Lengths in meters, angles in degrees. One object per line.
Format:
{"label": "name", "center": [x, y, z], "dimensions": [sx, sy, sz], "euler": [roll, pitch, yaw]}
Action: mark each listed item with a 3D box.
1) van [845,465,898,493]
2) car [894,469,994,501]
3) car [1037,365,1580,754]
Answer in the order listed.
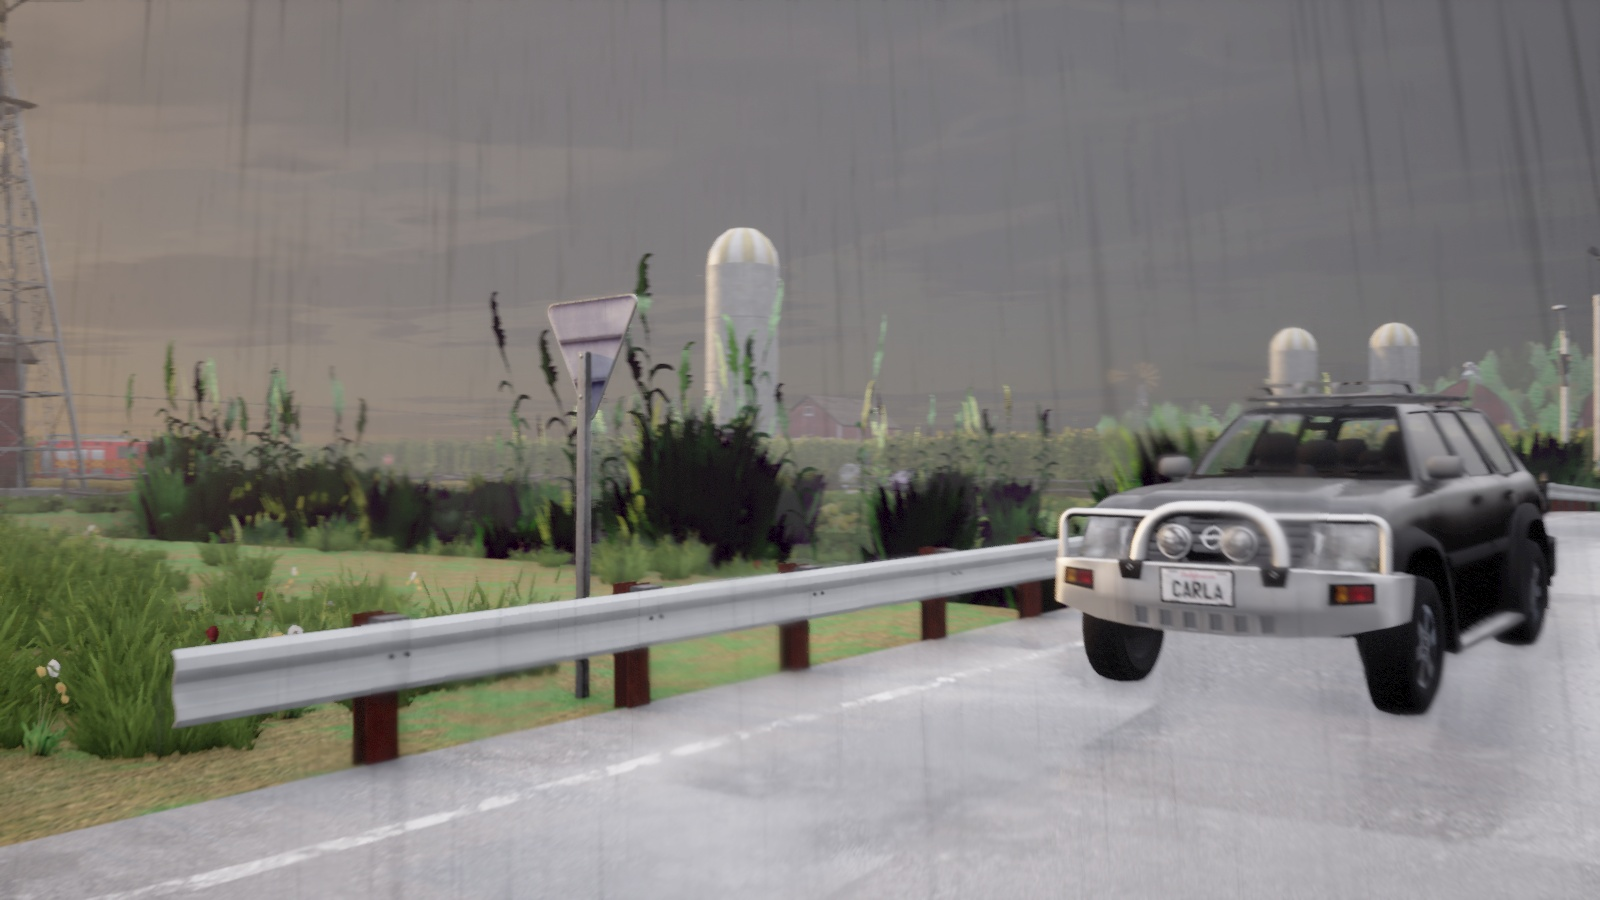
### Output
{"label": "van", "center": [5.135, 2.051, 89.723], "dimensions": [1.775, 1.987, 4.442], "euler": [-1, -1, 34]}
{"label": "car", "center": [7.607, 1.844, 66.497], "dimensions": [4.856, 1.649, 2.033], "euler": [-1, -1, 34]}
{"label": "car", "center": [3.624, 0.490, 8.354], "dimensions": [1.932, 1.855, 4.605], "euler": [-1, 1, 41]}
